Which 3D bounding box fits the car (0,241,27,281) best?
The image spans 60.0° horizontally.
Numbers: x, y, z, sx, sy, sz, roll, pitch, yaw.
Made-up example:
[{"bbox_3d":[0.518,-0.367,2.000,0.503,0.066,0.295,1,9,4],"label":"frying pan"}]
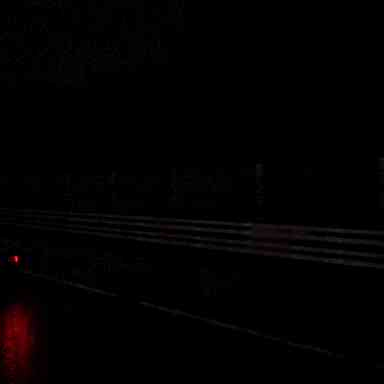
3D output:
[{"bbox_3d":[-6.340,1.604,8.581,4.718,1.301,1.895,0,0,36],"label":"car"}]
